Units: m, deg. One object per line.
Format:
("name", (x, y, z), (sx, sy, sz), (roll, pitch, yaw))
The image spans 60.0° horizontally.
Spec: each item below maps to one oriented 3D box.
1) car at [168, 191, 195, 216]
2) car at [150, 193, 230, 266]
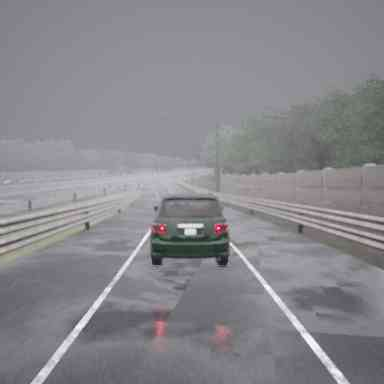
("car", (-0.943, 0.866, 27.651), (2.097, 1.767, 4.553), (0, 1, -4))
("car", (-0.105, 1.028, 10.911), (2.150, 2.045, 5.566), (0, 1, -1))
